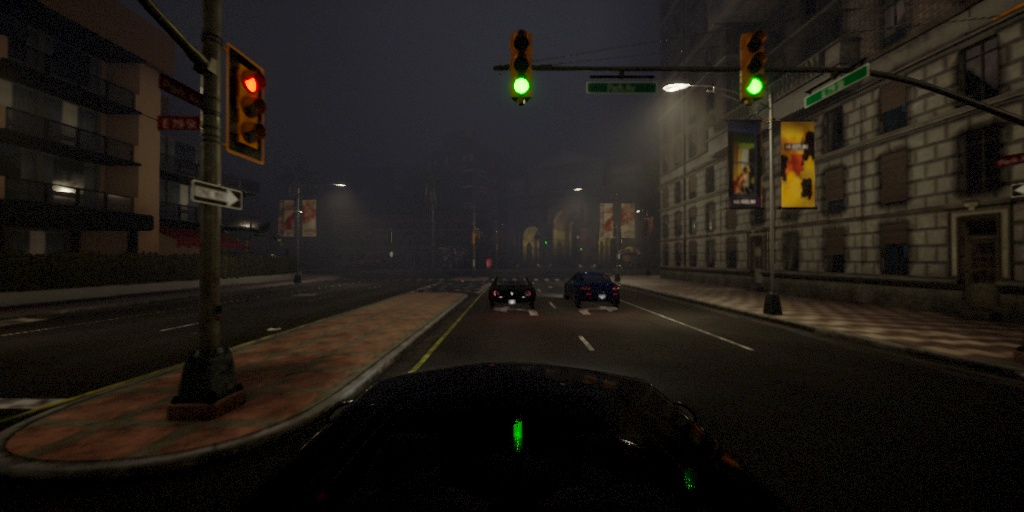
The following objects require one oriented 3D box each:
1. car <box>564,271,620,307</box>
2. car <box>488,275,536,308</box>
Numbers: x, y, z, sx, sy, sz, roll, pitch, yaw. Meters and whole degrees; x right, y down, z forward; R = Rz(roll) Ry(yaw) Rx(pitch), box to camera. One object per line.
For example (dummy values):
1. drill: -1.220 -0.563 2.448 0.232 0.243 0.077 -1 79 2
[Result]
1. car: 3.507 1.412 16.220 1.812 1.442 4.674 0 0 0
2. car: 0.004 1.485 15.954 1.895 1.301 4.718 0 -1 0
